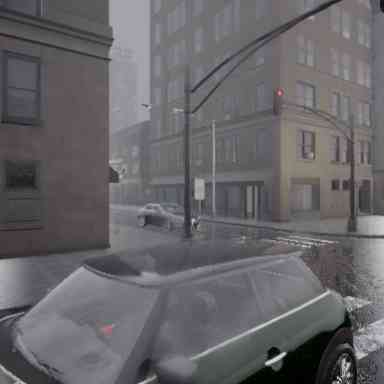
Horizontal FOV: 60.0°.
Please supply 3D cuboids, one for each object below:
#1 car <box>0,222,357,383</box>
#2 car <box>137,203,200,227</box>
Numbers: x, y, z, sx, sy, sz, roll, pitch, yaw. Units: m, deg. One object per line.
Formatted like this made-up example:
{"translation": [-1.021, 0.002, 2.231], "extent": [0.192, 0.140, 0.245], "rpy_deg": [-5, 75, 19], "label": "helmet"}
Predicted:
{"translation": [-0.416, 1.351, 2.941], "extent": [4.553, 1.767, 2.097], "rpy_deg": [0, 0, -42], "label": "car"}
{"translation": [-1.461, 1.393, 19.161], "extent": [2.128, 1.511, 4.902], "rpy_deg": [0, 0, -36], "label": "car"}
